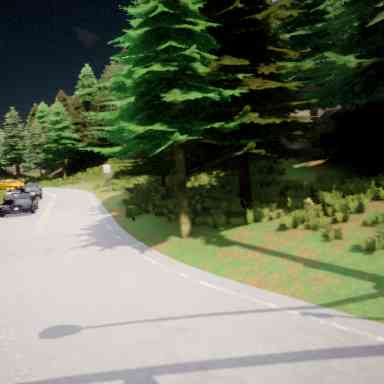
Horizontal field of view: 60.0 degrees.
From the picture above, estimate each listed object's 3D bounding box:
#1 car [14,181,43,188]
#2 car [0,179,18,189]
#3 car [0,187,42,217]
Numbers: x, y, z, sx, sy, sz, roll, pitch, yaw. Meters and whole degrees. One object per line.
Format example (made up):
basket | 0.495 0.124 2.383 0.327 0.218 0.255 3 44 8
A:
car | -15.696 -0.090 32.484 2.128 1.511 4.902 -6 7 -24
car | -23.566 -0.883 43.432 5.008 1.535 1.882 3 7 42
car | -11.856 0.754 22.993 1.994 1.385 4.181 -6 6 -20
